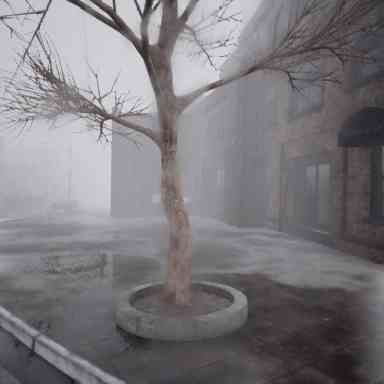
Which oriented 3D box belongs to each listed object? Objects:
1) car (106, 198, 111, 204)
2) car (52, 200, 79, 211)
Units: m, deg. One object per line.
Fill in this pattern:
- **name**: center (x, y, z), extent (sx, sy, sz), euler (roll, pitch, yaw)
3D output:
- **car**: center (-16.688, 1.770, 71.508), extent (2.097, 1.767, 4.553), euler (1, 0, 8)
- **car**: center (-16.915, 1.734, 44.386), extent (1.812, 1.442, 4.674), euler (1, 0, 8)
